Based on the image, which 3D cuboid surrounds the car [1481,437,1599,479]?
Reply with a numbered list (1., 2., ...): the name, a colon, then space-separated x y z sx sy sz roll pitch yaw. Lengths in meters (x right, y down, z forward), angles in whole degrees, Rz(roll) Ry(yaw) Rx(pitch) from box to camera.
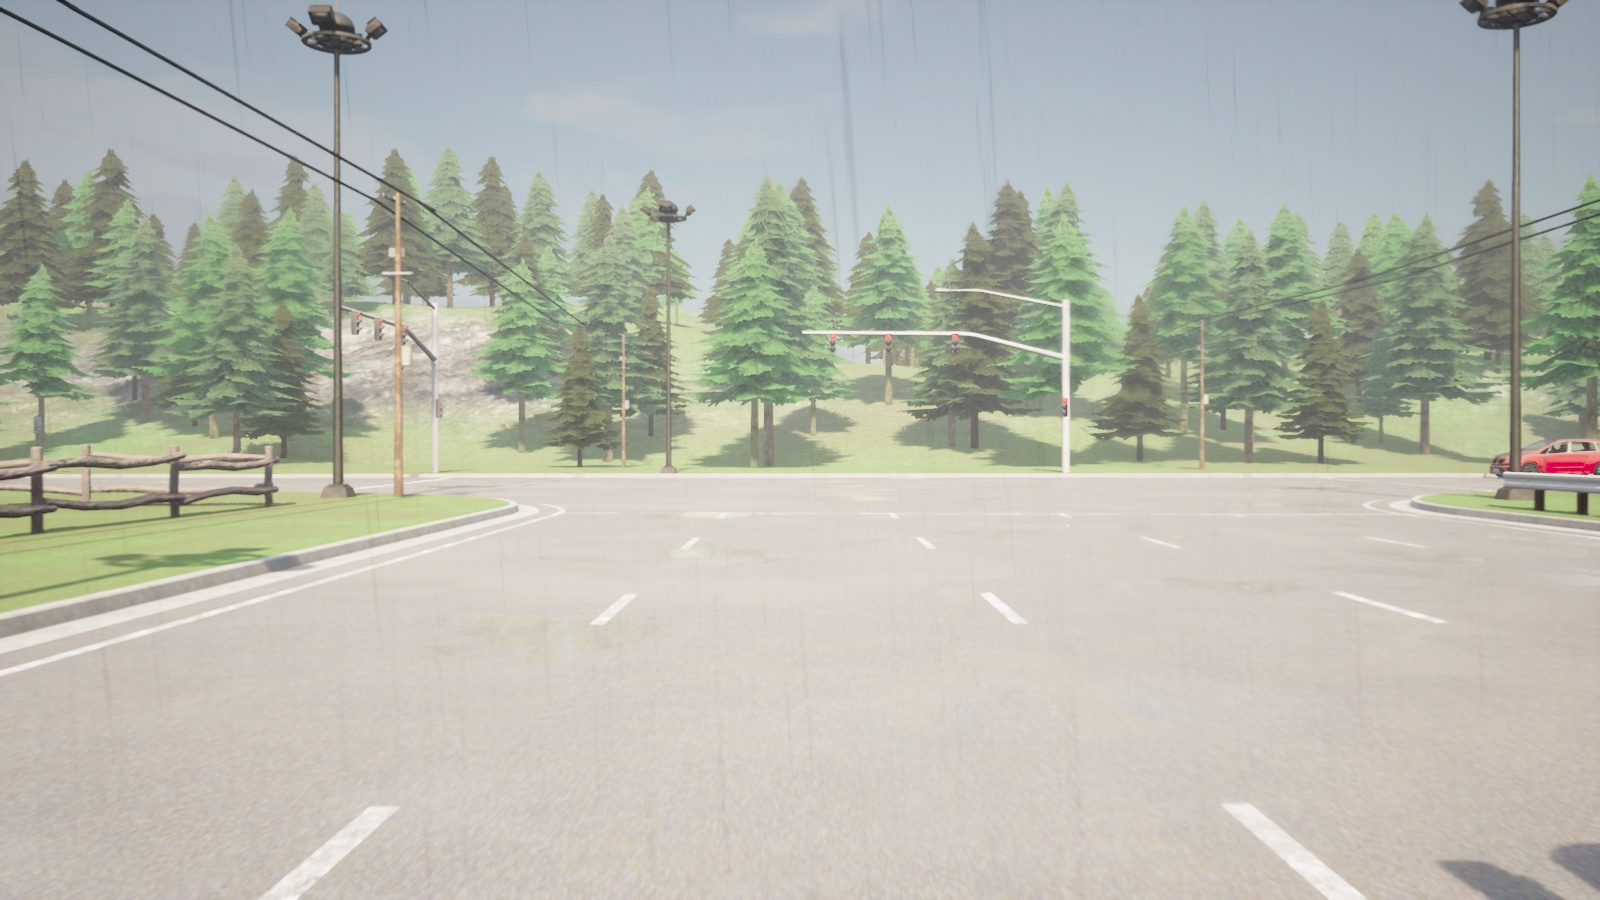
1. car: 30.789 0.326 51.364 4.611 1.667 2.242 0 0 1
